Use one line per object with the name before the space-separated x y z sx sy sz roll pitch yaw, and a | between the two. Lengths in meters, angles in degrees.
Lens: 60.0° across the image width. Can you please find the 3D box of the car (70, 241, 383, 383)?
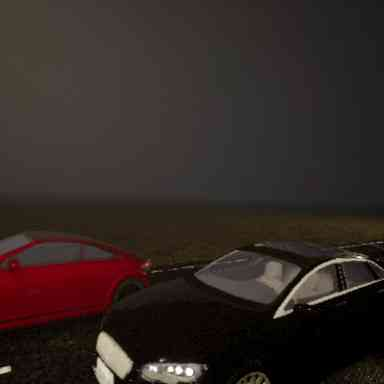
car | 1.197 1.497 4.508 4.902 1.511 2.128 2 1 -35

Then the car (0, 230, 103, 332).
car | -2.728 1.400 5.703 4.181 1.385 1.994 2 1 -35
